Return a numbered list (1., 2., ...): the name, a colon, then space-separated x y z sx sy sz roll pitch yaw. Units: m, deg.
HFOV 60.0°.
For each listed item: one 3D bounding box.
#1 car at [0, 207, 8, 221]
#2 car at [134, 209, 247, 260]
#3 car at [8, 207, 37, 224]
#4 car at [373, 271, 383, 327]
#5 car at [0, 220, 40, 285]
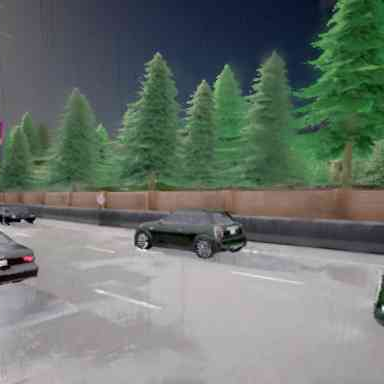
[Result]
1. car: -13.360 1.351 20.057 5.566 2.045 2.150 0 0 44
2. car: -0.221 1.434 13.126 4.553 1.767 2.097 0 0 38
3. car: -13.579 1.761 25.109 4.718 1.301 1.895 0 0 44
4. car: 5.158 1.381 4.706 4.553 1.767 2.097 0 0 35
5. car: -6.060 1.605 8.793 5.357 1.411 2.033 0 0 40
